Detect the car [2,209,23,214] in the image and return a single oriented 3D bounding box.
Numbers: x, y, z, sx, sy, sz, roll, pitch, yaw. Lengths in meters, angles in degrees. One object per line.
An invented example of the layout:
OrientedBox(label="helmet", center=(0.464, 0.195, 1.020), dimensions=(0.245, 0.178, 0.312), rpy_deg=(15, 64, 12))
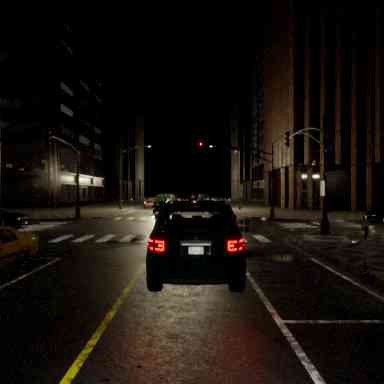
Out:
OrientedBox(label="car", center=(-12.969, 1.508, 20.602), dimensions=(5.357, 1.411, 2.033), rpy_deg=(0, 0, -2))

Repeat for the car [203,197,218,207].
OrientedBox(label="car", center=(2.872, 1.561, 52.405), dimensions=(2.008, 1.369, 4.403), rpy_deg=(0, 0, 0))

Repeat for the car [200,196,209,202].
OrientedBox(label="car", center=(2.930, 1.594, 80.450), dimensions=(1.947, 1.339, 4.313), rpy_deg=(0, 0, 0))

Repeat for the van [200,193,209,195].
OrientedBox(label="van", center=(2.907, 1.360, 69.232), dimensions=(1.690, 1.788, 3.998), rpy_deg=(0, 0, 0))

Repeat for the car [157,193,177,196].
OrientedBox(label="car", center=(-2.996, 1.227, 36.619), dimensions=(2.150, 2.045, 5.566), rpy_deg=(0, 0, 0))

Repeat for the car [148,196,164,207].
OrientedBox(label="car", center=(-5.653, 1.450, 52.405), dimensions=(1.967, 1.590, 4.097), rpy_deg=(0, 0, 0))

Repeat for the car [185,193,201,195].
OrientedBox(label="car", center=(0.136, 1.509, 65.844), dimensions=(2.128, 1.511, 4.902), rpy_deg=(0, 0, 0))

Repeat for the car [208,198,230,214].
OrientedBox(label="car", center=(2.838, 1.445, 35.579), dimensions=(1.967, 1.590, 4.097), rpy_deg=(0, 0, 0))

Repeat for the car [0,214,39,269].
OrientedBox(label="car", center=(-5.743, 1.526, 8.632), dimensions=(1.752, 1.417, 4.829), rpy_deg=(0, 0, 0))

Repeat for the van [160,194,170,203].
OrientedBox(label="van", center=(-5.618, 1.360, 69.232), dimensions=(1.690, 1.788, 3.998), rpy_deg=(0, 0, 0))

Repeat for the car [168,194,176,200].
OrientedBox(label="car", center=(-5.572, 1.480, 91.671), dimensions=(1.967, 1.590, 4.097), rpy_deg=(0, 0, 0))

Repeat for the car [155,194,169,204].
OrientedBox(label="car", center=(-5.629, 1.331, 63.624), dimensions=(2.192, 1.841, 5.009), rpy_deg=(0, 0, 0))

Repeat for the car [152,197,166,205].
OrientedBox(label="car", center=(-5.641, 1.563, 58.014), dimensions=(2.008, 1.369, 4.403), rpy_deg=(0, 0, 0))

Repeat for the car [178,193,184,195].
OrientedBox(label="car", center=(-2.913, 1.364, 56.369), dimensions=(2.097, 1.767, 4.553), rpy_deg=(0, 0, 1))

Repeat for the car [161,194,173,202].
OrientedBox(label="car", center=(-5.606, 1.339, 74.843), dimensions=(2.192, 1.841, 5.009), rpy_deg=(0, 0, 0))

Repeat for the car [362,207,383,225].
OrientedBox(label="car", center=(14.853, 1.567, 23.832), dimensions=(4.892, 1.490, 1.837), rpy_deg=(0, 0, 0))

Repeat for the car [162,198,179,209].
OrientedBox(label="car", center=(-2.935, 1.572, 46.491), dimensions=(1.994, 1.385, 4.181), rpy_deg=(0, 0, 1))

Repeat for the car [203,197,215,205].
OrientedBox(label="car", center=(2.884, 1.578, 58.014), dimensions=(1.947, 1.339, 4.313), rpy_deg=(0, 0, 0))

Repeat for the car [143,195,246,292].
OrientedBox(label="car", center=(0.098, 1.222, 9.086), dimensions=(2.150, 2.045, 5.566), rpy_deg=(0, 0, 0))
